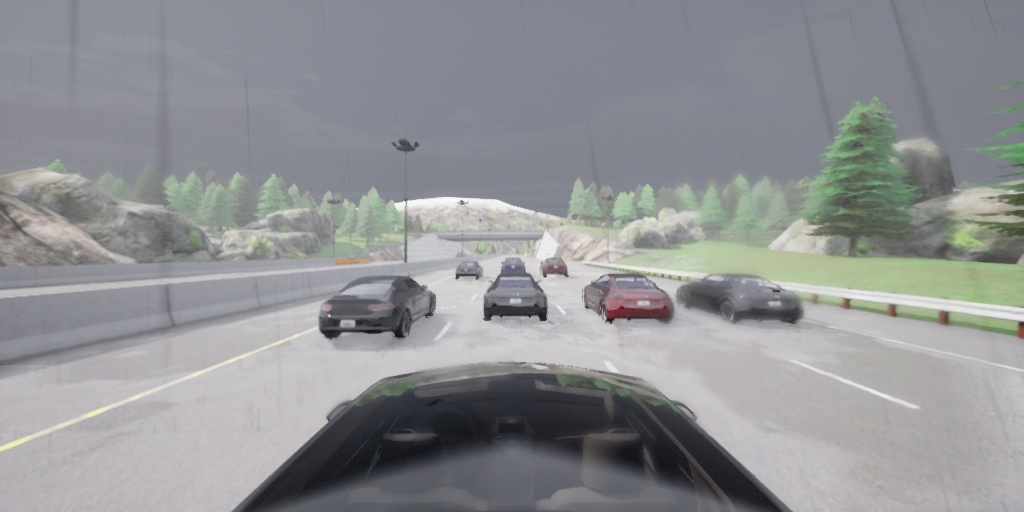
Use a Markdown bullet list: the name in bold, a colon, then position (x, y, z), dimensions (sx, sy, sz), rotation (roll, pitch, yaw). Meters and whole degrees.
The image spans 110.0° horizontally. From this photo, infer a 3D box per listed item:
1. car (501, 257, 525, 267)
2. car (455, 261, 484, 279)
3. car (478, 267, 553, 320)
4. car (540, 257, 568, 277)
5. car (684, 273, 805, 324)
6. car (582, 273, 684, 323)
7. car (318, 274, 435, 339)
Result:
- **car**: position (0.103, 0.885, 31.840), dimensions (2.097, 1.767, 4.553), rotation (0, 0, 0)
- **car**: position (-3.398, 1.101, 29.010), dimensions (2.033, 1.411, 5.357), rotation (0, 0, 0)
- **car**: position (0.101, 1.238, 12.260), dimensions (1.994, 1.385, 4.181), rotation (0, 0, 0)
- **car**: position (3.602, 0.887, 31.547), dimensions (2.097, 1.767, 4.553), rotation (0, 0, 0)
- **car**: position (7.102, 1.242, 11.667), dimensions (1.994, 1.385, 4.181), rotation (0, 0, 0)
- **car**: position (3.600, 1.241, 11.797), dimensions (1.994, 1.385, 4.181), rotation (0, 0, 0)
- **car**: position (-3.386, 1.218, 9.717), dimensions (1.812, 1.442, 4.674), rotation (0, 0, 0)
